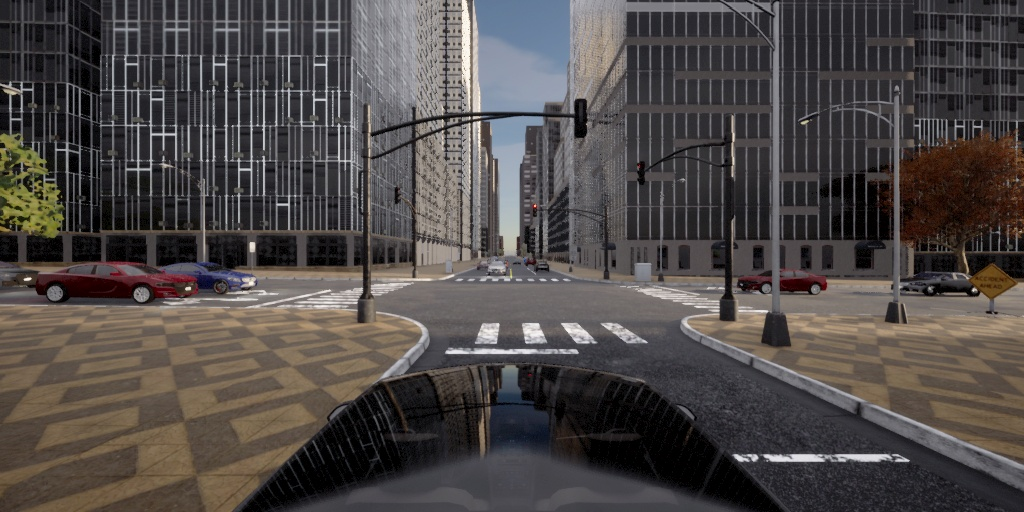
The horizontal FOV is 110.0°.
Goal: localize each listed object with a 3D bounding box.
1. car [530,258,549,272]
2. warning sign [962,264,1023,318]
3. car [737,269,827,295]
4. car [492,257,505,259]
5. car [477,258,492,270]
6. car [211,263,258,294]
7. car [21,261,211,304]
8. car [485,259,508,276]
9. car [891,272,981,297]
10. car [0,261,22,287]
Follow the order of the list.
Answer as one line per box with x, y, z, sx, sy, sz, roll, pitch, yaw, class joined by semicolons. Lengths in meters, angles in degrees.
3.844;1.328;46.676;1.948;1.339;4.313;0;0;0;car
17.257;1.204;12.900;1.060;1.860;1.300;0;0;-3;warning sign
16.718;1.554;22.334;5.008;1.535;1.882;1;0;-3;car
-1.679;1.108;58.518;2.097;1.767;4.553;0;0;-1;car
-4.119;1.342;52.154;1.802;1.307;4.207;0;0;0;car
-14.977;1.026;17.352;4.674;1.442;1.812;1;0;-1;car
-15.288;0.973;14.080;5.008;1.535;1.882;1;0;-2;car
-1.561;1.292;37.649;1.812;1.442;4.674;0;0;0;car
27.061;1.753;22.831;4.902;1.511;2.128;1;0;-3;car
-24.903;0.882;16.875;4.181;1.385;1.994;1;0;-3;car
